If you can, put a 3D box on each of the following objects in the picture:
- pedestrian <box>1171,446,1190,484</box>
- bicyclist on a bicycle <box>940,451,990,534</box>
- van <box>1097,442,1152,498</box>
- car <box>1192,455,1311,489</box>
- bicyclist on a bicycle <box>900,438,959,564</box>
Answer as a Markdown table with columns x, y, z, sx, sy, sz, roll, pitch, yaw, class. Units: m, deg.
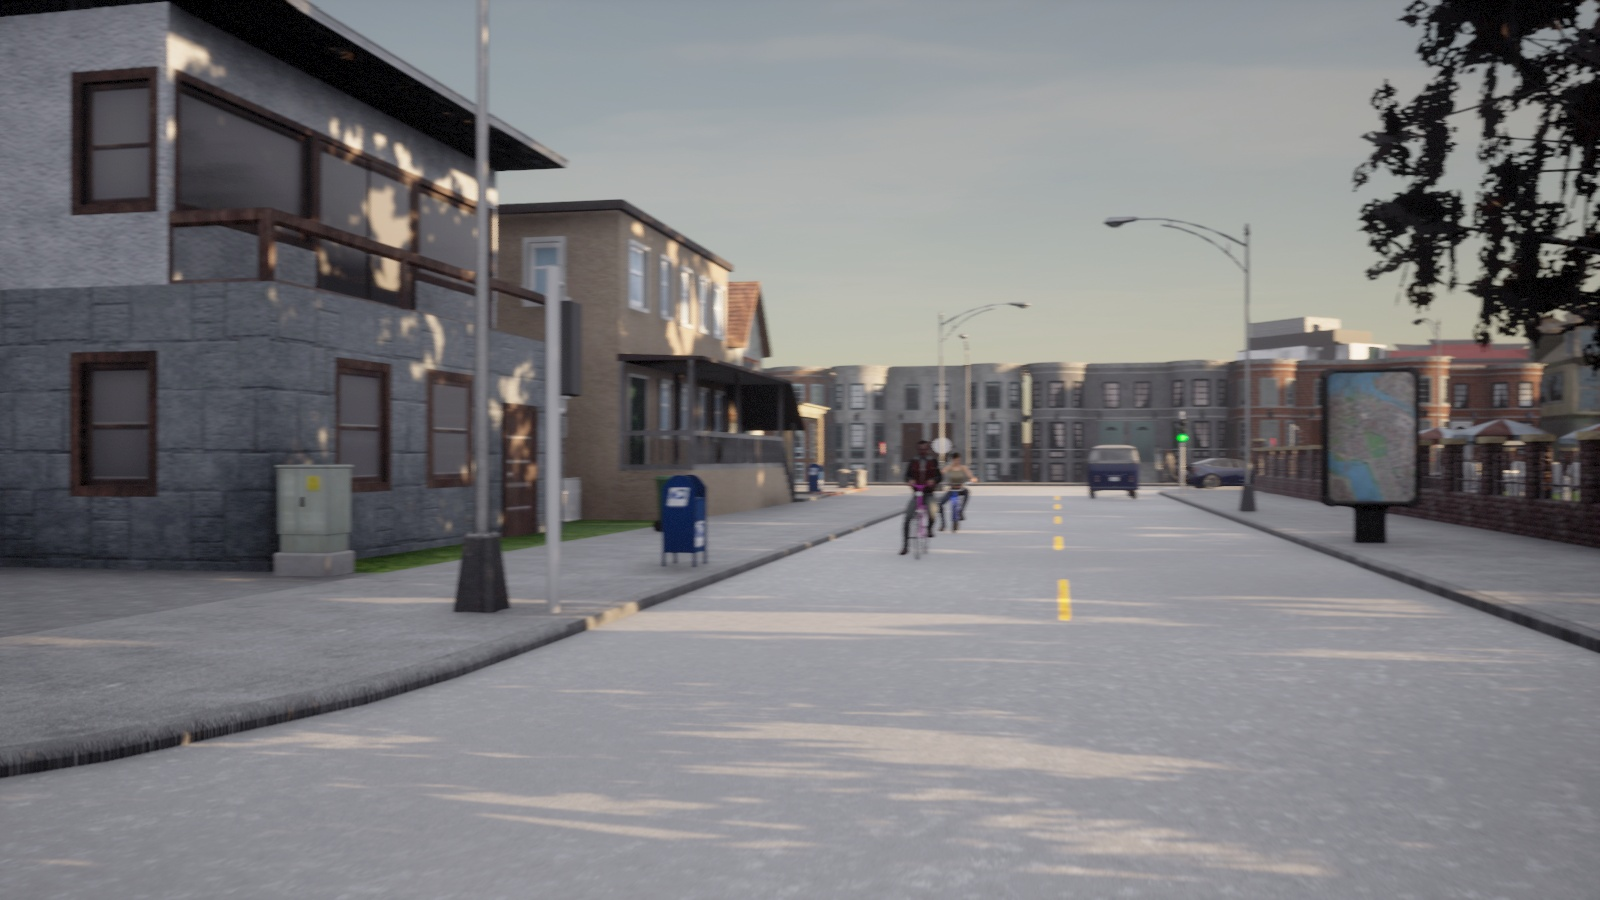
| x | y | z | sx | sy | sz | roll | pitch | yaw | class |
| --- | --- | --- | --- | --- | --- | --- | --- | --- | --- |
| 19.794 | 0.775 | 65.316 | 0.873 | 1.952 | 0.659 | 0 | 0 | 27 | pedestrian |
| 3.303 | 0.828 | 25.036 | 0.866 | 1.612 | 1.509 | 0 | 0 | 12 | bicyclist on a bicycle |
| 12.048 | 0.739 | 46.799 | 1.775 | 1.987 | 4.442 | 0 | 0 | 12 | van |
| 20.911 | 1.014 | 58.335 | 4.792 | 1.488 | 2.163 | 0 | 0 | 3 | car |
| 1.943 | 0.728 | 18.653 | 0.659 | 1.776 | 1.843 | 0 | -1 | 12 | bicyclist on a bicycle |
